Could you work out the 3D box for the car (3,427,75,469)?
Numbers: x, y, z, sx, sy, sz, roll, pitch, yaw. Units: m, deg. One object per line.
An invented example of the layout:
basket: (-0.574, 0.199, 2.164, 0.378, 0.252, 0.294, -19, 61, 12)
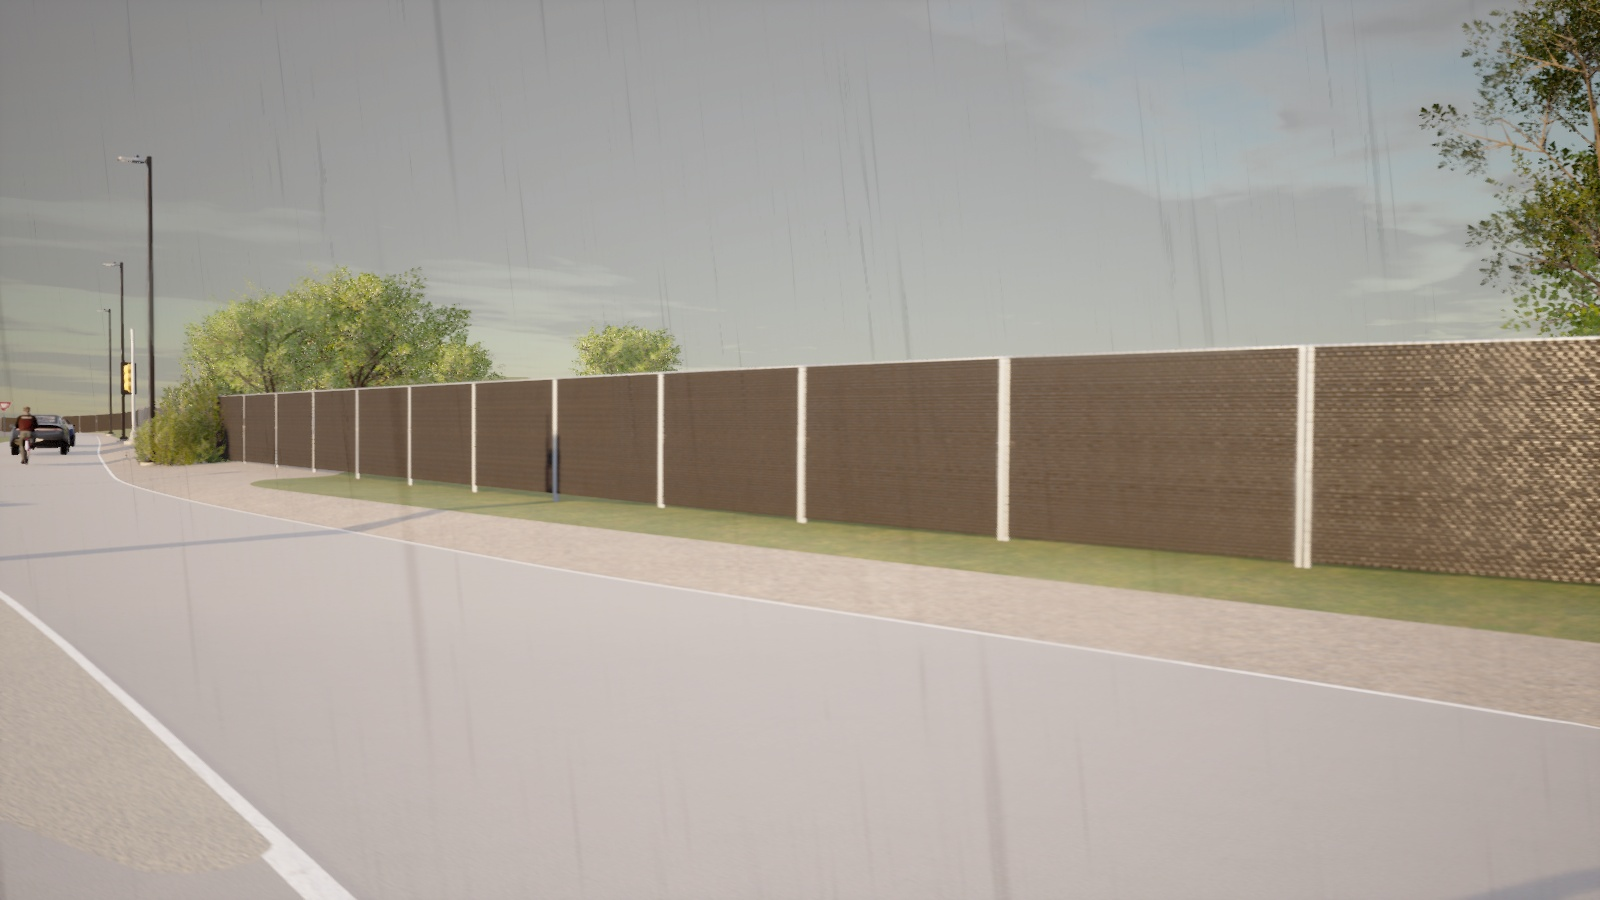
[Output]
car: (-28.986, -0.122, 47.971, 2.128, 1.511, 4.902, -2, 2, -29)
